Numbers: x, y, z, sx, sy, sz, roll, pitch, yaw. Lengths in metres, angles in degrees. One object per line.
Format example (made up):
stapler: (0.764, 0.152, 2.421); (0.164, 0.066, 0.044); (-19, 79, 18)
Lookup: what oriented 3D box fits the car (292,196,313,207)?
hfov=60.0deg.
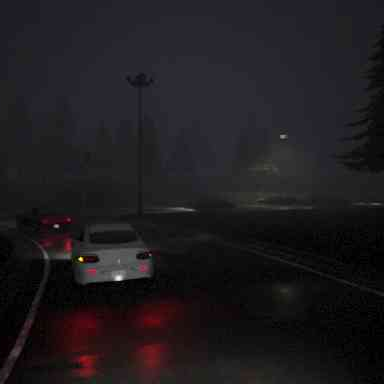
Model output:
car: (16.944, 1.246, 46.100); (5.008, 1.535, 1.882); (0, 0, -21)

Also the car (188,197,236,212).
car: (2.357, 1.453, 36.757); (4.718, 1.301, 1.895); (0, 0, -21)

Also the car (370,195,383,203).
car: (32.812, 1.245, 55.877); (4.181, 1.385, 1.994); (0, 0, -21)

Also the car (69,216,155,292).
car: (-2.250, 1.499, 8.911); (1.812, 1.442, 4.674); (0, 0, -19)

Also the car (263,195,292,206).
car: (13.440, 1.261, 48.505); (4.902, 1.511, 2.128); (-1, 0, -21)

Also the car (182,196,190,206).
car: (1.260, 1.393, 43.827); (4.181, 1.385, 1.994); (0, 0, -21)

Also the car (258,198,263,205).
car: (12.605, 1.238, 51.918); (5.008, 1.535, 1.882); (0, 0, -21)

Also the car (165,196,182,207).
car: (-1.282, 1.305, 46.594); (5.008, 1.535, 1.882); (0, 0, -21)

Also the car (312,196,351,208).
car: (18.333, 1.302, 42.882); (4.674, 1.442, 1.812); (0, 0, -21)

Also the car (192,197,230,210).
car: (2.299, 1.402, 40.482); (4.181, 1.385, 1.994); (0, 0, -21)

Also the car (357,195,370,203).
car: (31.398, 1.240, 59.079); (4.181, 1.385, 1.994); (0, 0, -21)

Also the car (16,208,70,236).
car: (-8.774, 1.556, 19.533); (1.895, 1.301, 4.718); (0, 0, -42)
